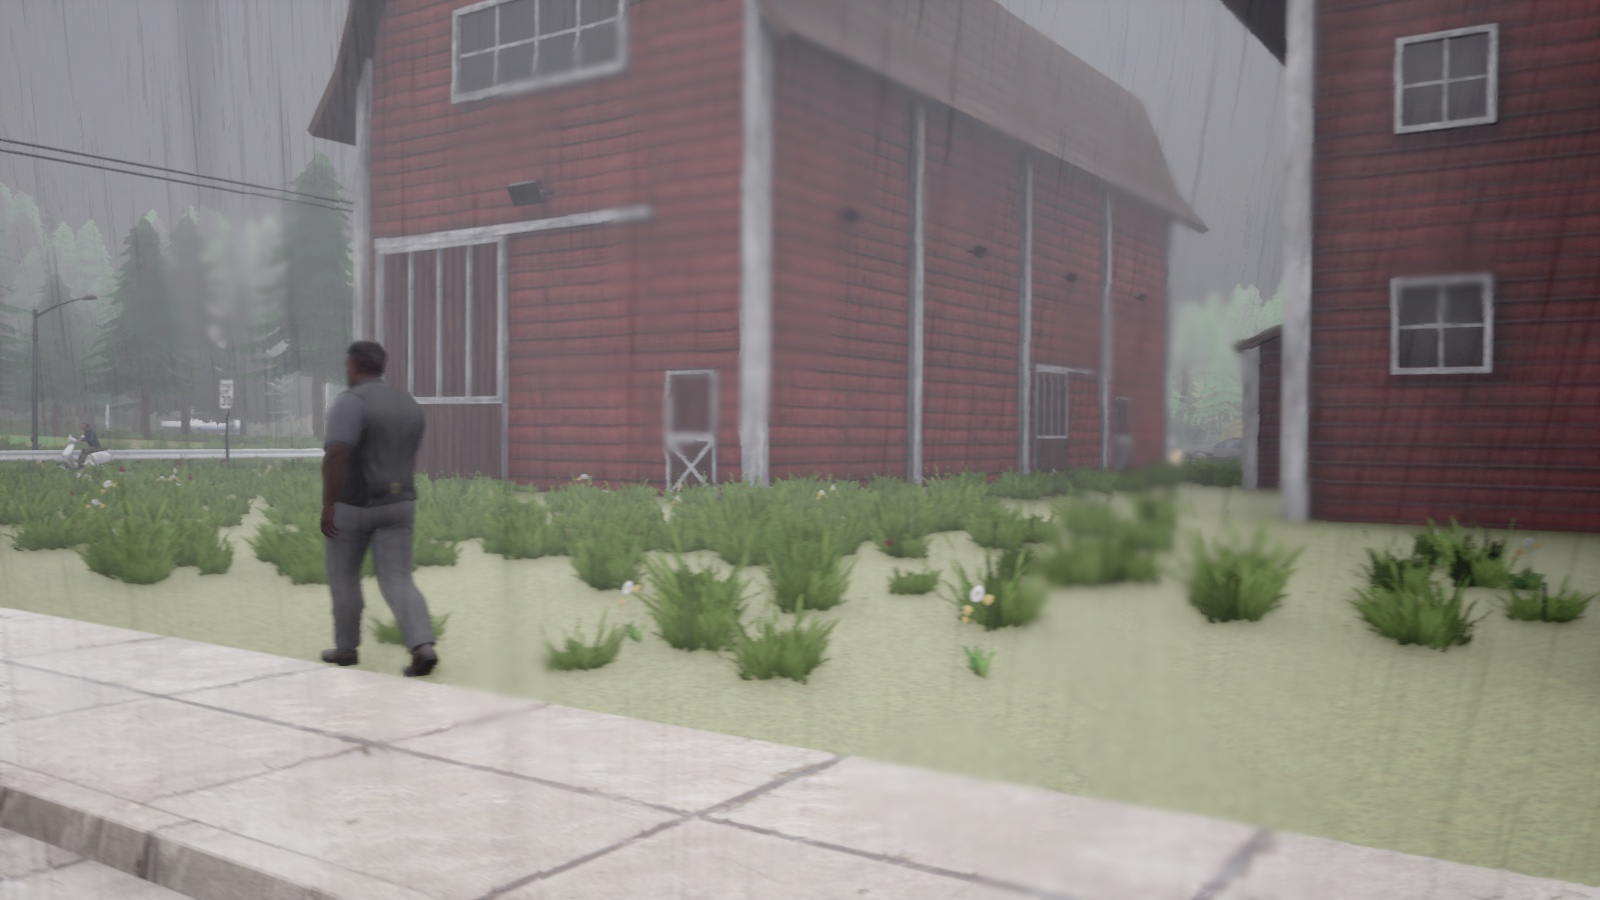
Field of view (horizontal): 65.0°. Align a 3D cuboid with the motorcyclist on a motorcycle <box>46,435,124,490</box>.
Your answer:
[{"bbox_3d":[-21.506,0.364,37.816,0.866,1.590,1.817,0,1,35],"label":"motorcyclist on a motorcycle"}]

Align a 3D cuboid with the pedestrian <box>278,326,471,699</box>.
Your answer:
[{"bbox_3d":[-2.306,0.315,6.806,0.849,1.883,0.563,0,1,34],"label":"pedestrian"}]

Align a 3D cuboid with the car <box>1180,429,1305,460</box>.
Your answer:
[{"bbox_3d":[21.372,-0.274,60.725,5.357,1.411,2.033,0,1,34],"label":"car"}]
